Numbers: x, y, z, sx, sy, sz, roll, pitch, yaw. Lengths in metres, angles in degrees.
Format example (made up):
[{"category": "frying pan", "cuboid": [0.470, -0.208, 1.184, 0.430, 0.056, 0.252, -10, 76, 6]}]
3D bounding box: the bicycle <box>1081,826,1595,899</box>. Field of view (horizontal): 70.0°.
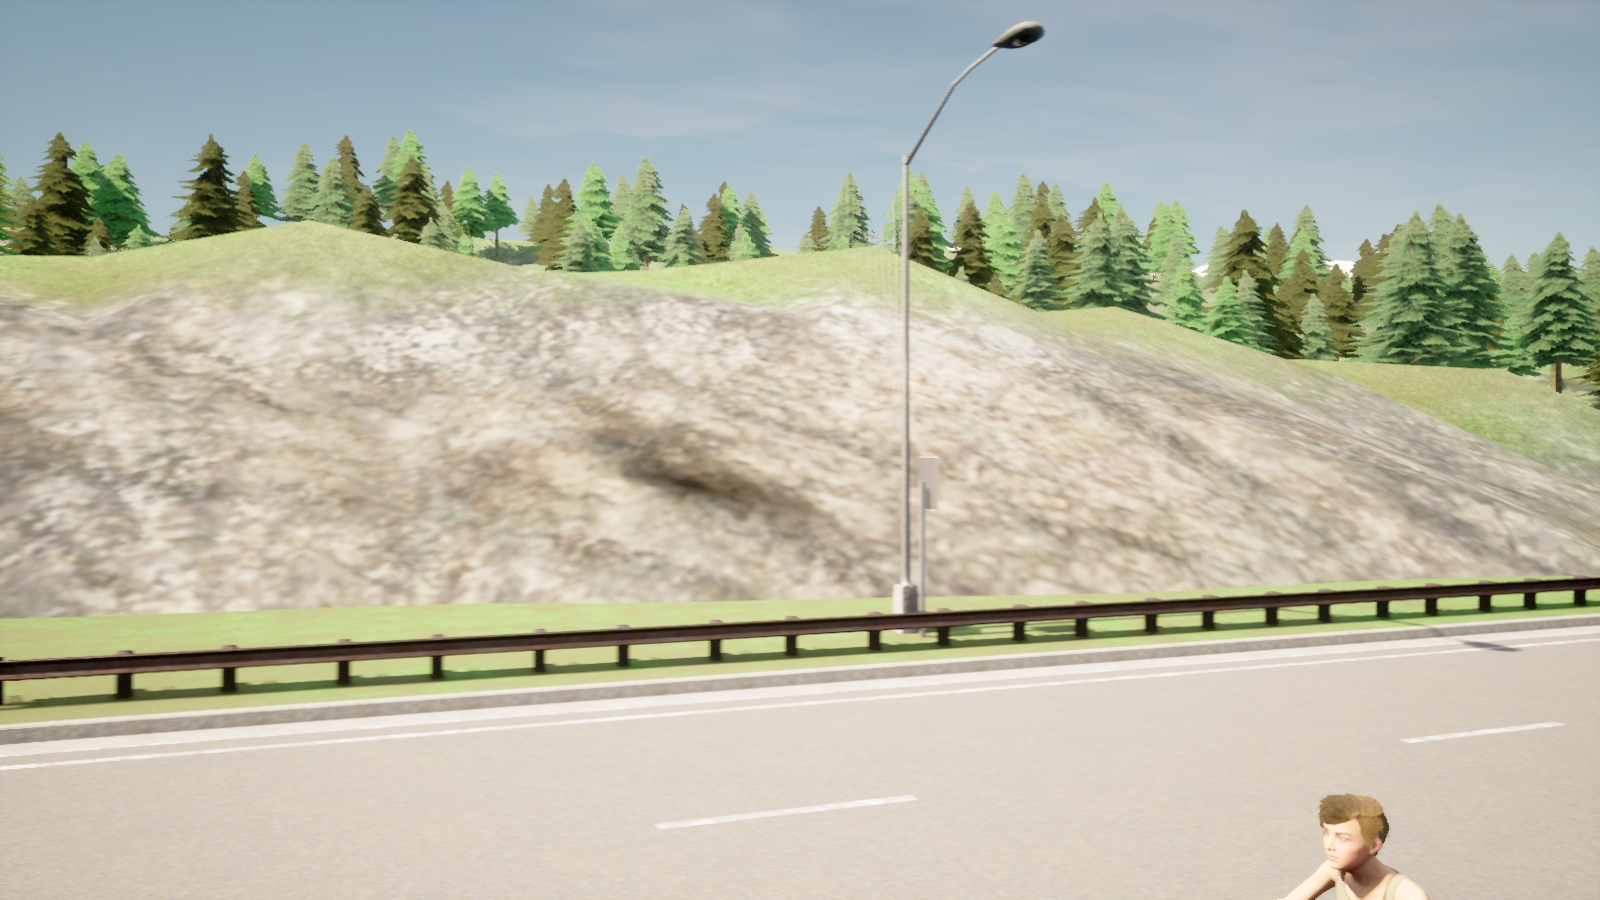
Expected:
[{"category": "bicycle", "cuboid": [1.858, 2.157, 3.957, 1.487, 1.277, 0.859, 0, 0, -20]}]
